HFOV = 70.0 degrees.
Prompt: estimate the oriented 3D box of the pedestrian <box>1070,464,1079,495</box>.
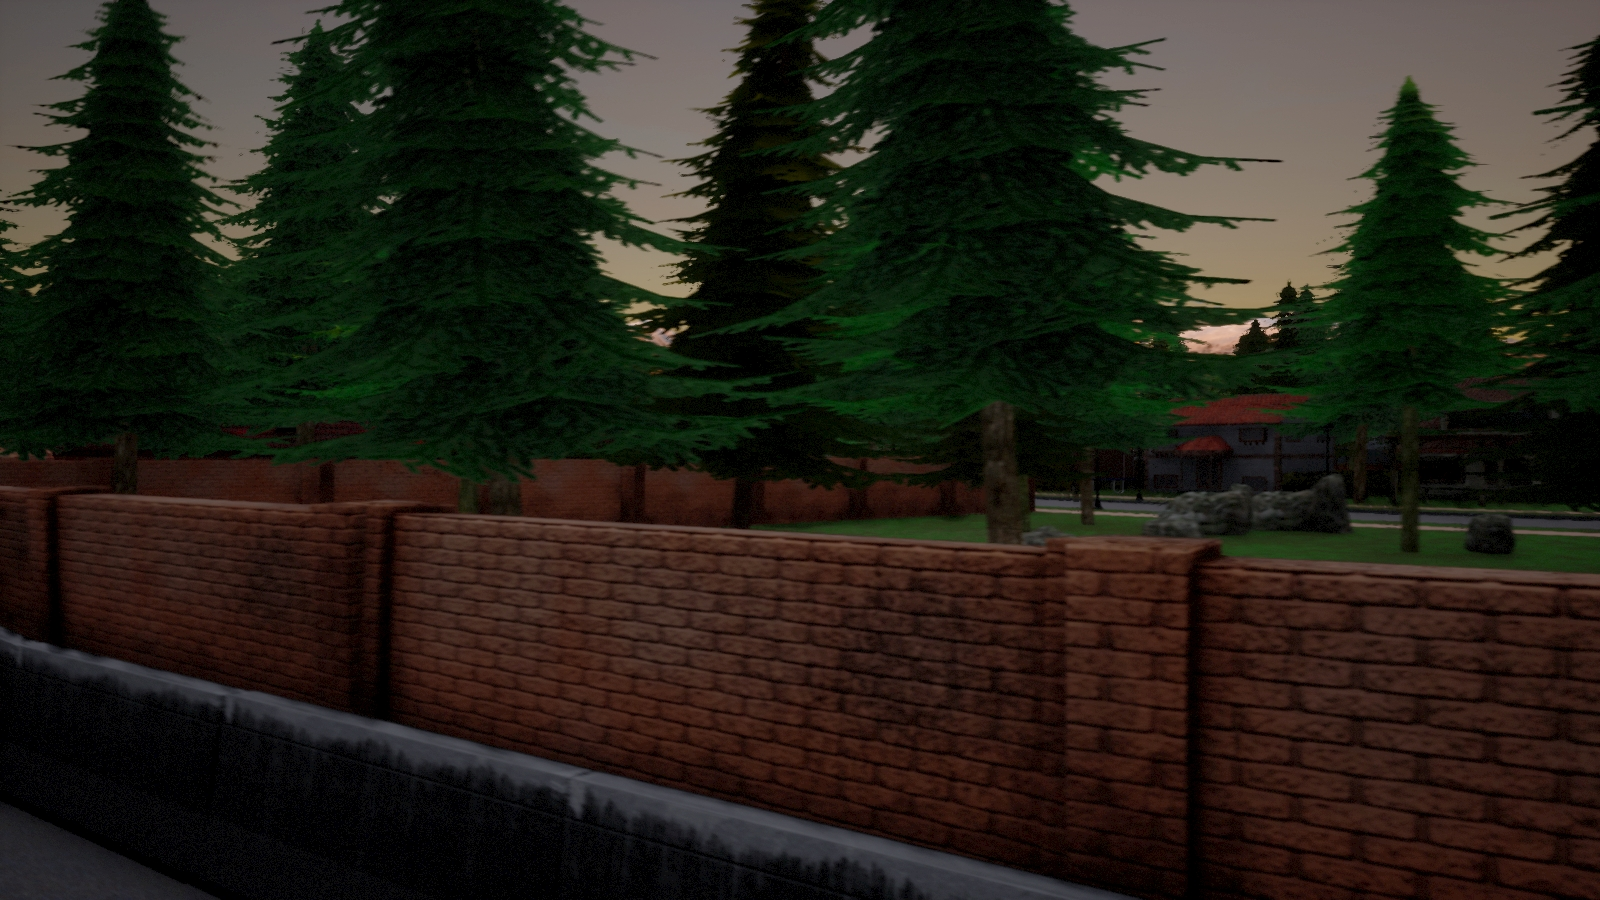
[{"bbox_3d":[16.870,1.811,70.290,0.375,1.860,0.375,0,0,-36],"label":"pedestrian"}]
